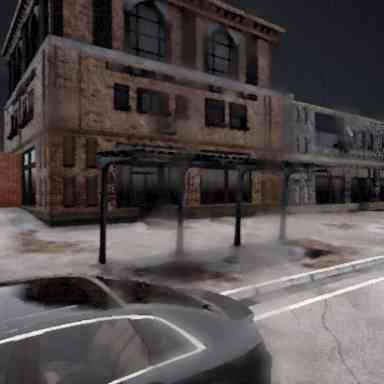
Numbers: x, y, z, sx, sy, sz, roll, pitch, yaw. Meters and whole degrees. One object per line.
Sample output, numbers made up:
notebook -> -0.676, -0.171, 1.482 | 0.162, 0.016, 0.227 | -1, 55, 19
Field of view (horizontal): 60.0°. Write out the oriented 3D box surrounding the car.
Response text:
car -> -1.535, 1.505, 2.283 | 4.892, 1.490, 1.837 | 0, 0, -36
